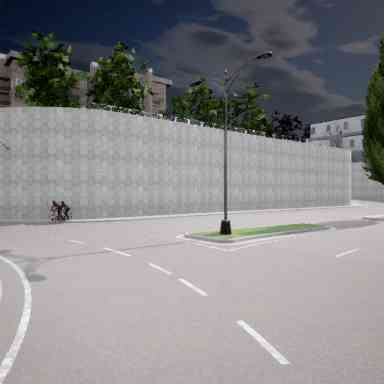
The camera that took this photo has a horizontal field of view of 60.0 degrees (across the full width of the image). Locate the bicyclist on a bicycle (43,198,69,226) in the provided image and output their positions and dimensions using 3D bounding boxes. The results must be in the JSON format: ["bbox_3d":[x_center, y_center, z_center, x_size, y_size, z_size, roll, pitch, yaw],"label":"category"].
[{"bbox_3d":[-9.613,1.390,23.638,0.582,1.620,1.656,0,9,21],"label":"bicyclist on a bicycle"}]

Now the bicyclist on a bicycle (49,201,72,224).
[{"bbox_3d":[-9.024,1.427,23.433,0.582,1.620,1.656,10,9,23],"label":"bicyclist on a bicycle"}]
